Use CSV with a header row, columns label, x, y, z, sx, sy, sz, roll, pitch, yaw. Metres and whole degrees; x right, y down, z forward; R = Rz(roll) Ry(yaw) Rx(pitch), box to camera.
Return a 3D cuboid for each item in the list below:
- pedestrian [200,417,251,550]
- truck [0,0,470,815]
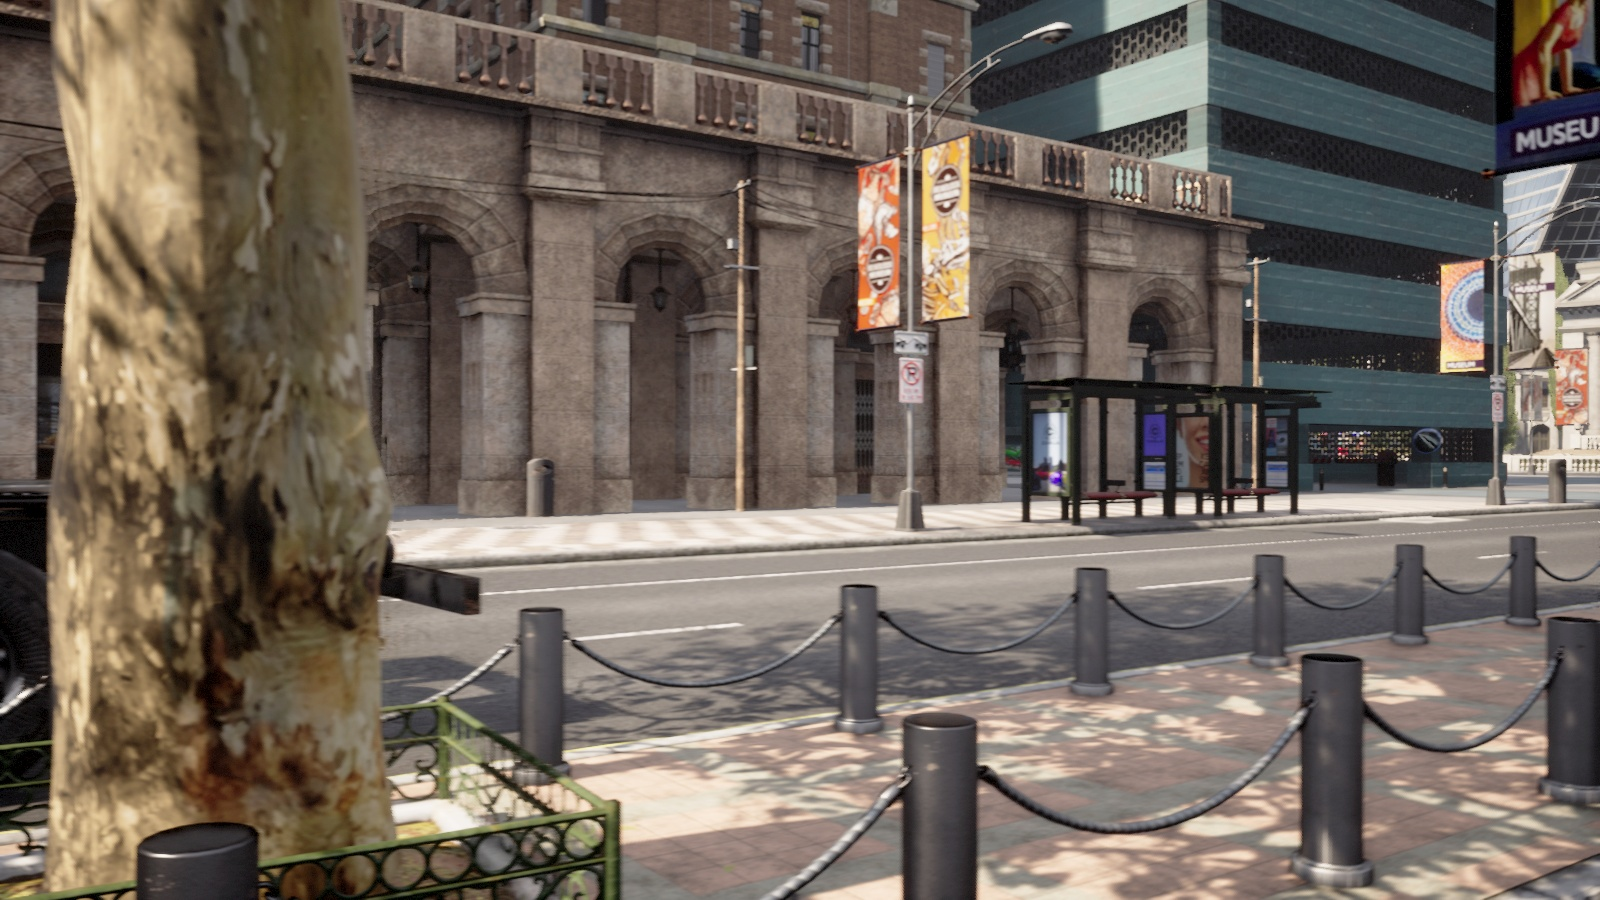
label,x,y,z,sx,sy,sz,roll,pitch,yaw
pedestrian,-8.138,0.462,17.797,0.614,1.847,0.353,0,0,-34
truck,-5.717,-0.212,5.161,7.936,3.462,2.891,0,0,-38
